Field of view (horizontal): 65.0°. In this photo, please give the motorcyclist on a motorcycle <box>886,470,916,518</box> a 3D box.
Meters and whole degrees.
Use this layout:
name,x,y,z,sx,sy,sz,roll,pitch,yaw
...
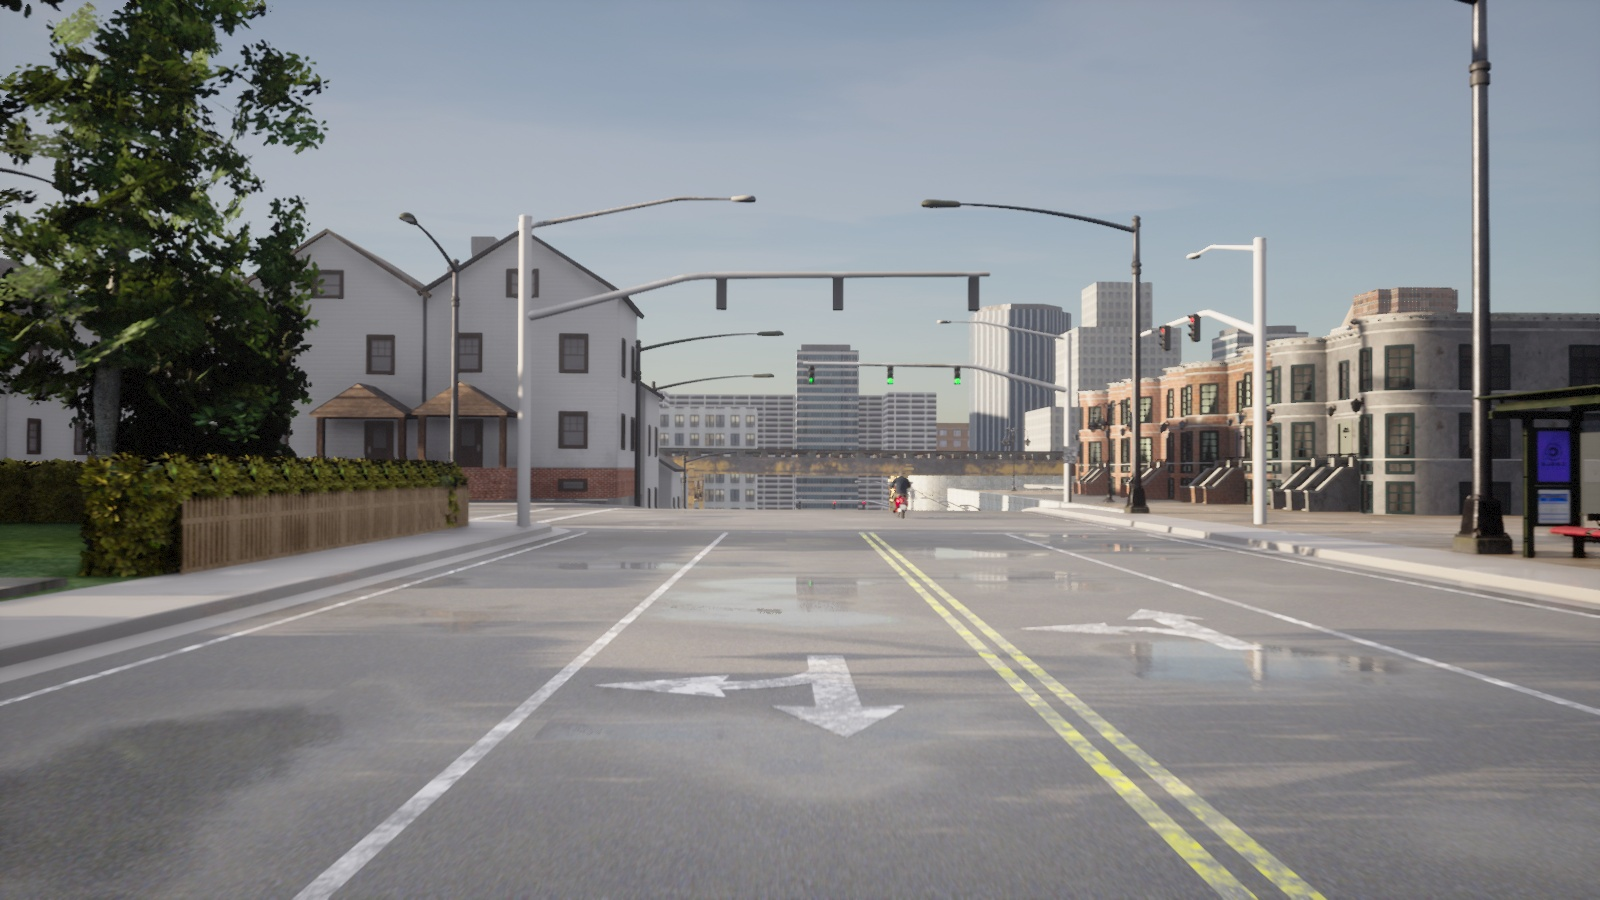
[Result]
name,x,y,z,sx,sy,sz,roll,pitch,yaw
motorcyclist on a motorcycle,3.396,1.462,42.289,0.866,1.590,1.817,0,-1,0
